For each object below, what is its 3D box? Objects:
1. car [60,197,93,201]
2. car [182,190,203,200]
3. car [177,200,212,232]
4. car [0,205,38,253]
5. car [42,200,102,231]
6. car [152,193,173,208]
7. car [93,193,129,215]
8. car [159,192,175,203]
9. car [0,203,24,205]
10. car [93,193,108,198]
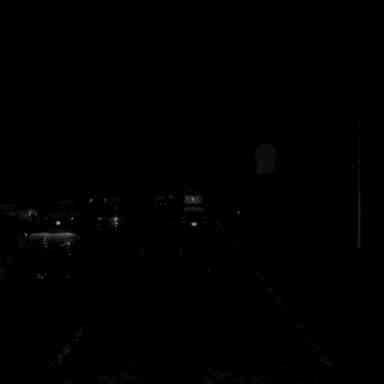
[{"bbox_3d":[-10.490,1.216,28.872,1.882,1.535,5.008,0,1,0],"label":"car"},{"bbox_3d":[0.085,0.767,38.855,2.150,2.045,5.566,0,1,-1],"label":"car"},{"bbox_3d":[0.107,1.389,18.780,1.812,1.442,4.674,0,1,0],"label":"car"},{"bbox_3d":[-7.076,1.403,10.526,1.882,1.535,5.008,0,0,0],"label":"car"},{"bbox_3d":[-7.019,1.421,19.514,1.994,1.385,4.181,0,0,1],"label":"car"},{"bbox_3d":[-3.419,1.077,38.563,1.812,1.442,4.674,0,1,-1],"label":"car"},{"bbox_3d":[-6.990,1.197,29.978,1.882,1.535,5.008,0,1,0],"label":"car"},{"bbox_3d":[-3.905,0.782,50.762,2.033,1.411,5.357,0,2,-8],"label":"car"},{"bbox_3d":[-10.526,1.387,18.988,1.812,1.442,4.674,0,1,1],"label":"car"},{"bbox_3d":[-10.500,0.892,39.060,2.097,1.767,4.553,0,1,0],"label":"car"}]
